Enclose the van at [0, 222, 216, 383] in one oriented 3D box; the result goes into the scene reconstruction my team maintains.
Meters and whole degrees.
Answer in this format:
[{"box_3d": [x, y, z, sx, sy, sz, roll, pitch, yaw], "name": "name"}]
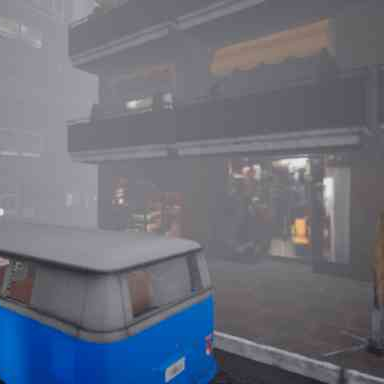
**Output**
[{"box_3d": [-1.660, 1.340, 4.038, 3.998, 1.788, 1.690, 0, 1, 35], "name": "van"}]
